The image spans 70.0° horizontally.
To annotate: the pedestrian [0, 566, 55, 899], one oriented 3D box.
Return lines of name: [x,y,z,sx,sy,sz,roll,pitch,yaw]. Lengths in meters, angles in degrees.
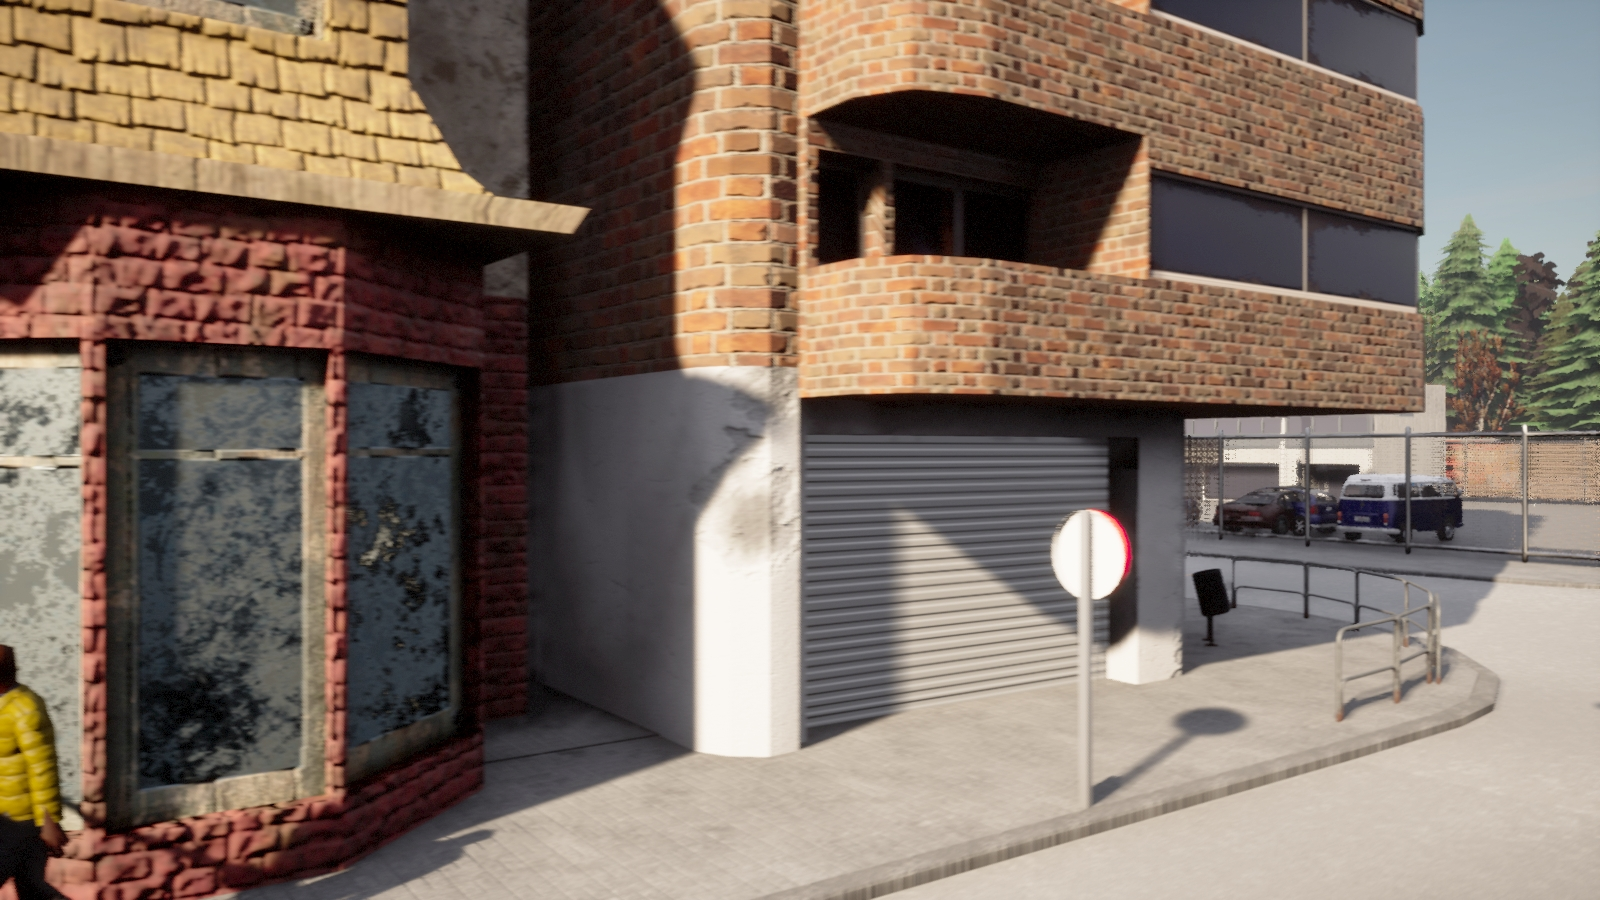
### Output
pedestrian: [-3.872,1.524,5.590,0.375,1.860,0.375,0,0,-34]
